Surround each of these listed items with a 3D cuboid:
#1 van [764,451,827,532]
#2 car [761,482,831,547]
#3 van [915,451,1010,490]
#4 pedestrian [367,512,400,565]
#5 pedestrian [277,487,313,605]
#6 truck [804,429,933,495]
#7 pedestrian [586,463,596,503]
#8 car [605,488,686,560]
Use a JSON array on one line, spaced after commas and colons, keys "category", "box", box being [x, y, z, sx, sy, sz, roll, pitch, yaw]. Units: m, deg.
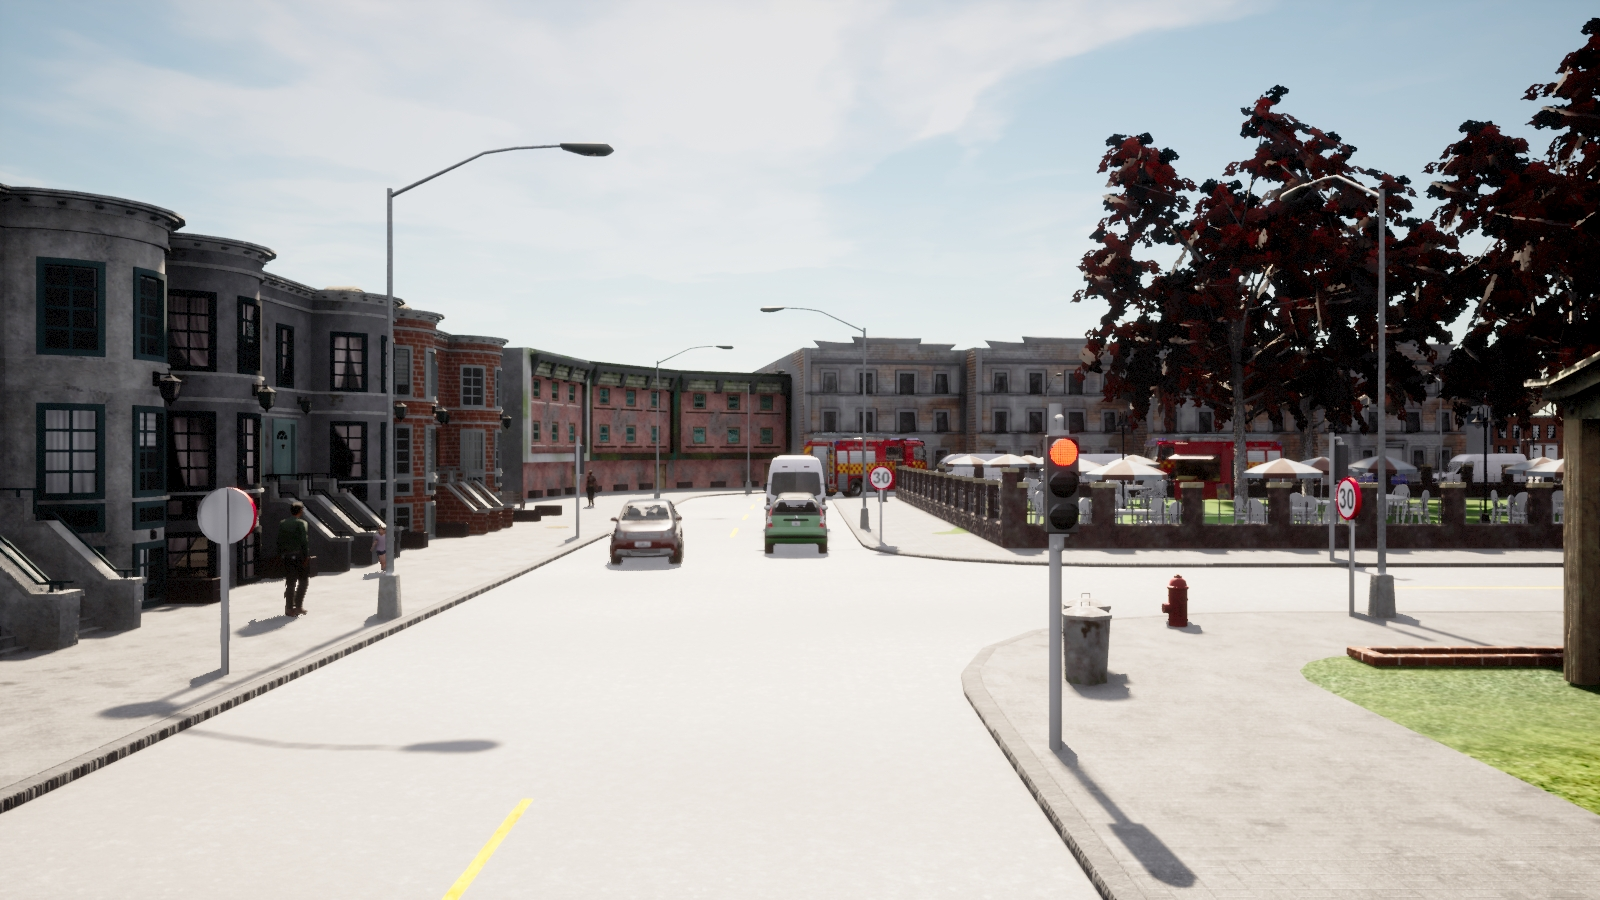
[{"category": "van", "box": [-0.147, 1.315, 39.074, 1.988, 2.561, 5.915, 0, 0, 0]}, {"category": "car", "box": [-0.119, 1.779, 32.373, 1.851, 1.617, 3.988, 0, 0, 0]}, {"category": "van", "box": [10.550, 1.314, 74.428, 5.915, 2.561, 1.988, 0, 0, 0]}, {"category": "pedestrian", "box": [-8.980, 1.904, 24.648, 0.500, 1.100, 0.500, 0, 0, 6]}, {"category": "pedestrian", "box": [-8.105, 1.524, 18.344, 0.375, 1.860, 0.375, 0, 0, 14]}, {"category": "truck", "box": [4.295, 0.672, 70.228, 8.468, 3.827, 2.891, 0, 0, -43]}, {"category": "pedestrian", "box": [-9.750, 1.525, 53.309, 0.375, 1.860, 0.375, 0, 0, 4]}, {"category": "car", "box": [-3.832, 1.805, 28.855, 1.789, 1.549, 3.705, -1, 0, -4]}]
